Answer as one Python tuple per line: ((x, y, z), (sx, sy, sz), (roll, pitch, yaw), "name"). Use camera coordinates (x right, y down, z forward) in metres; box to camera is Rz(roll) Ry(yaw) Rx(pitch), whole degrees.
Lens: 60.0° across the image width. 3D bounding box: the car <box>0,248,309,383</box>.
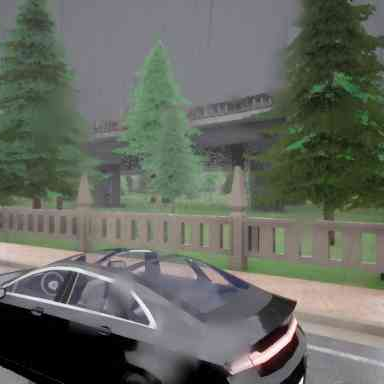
((-1.117, 1.492, 4.203), (4.902, 1.511, 2.128), (0, 0, 33), "car")
